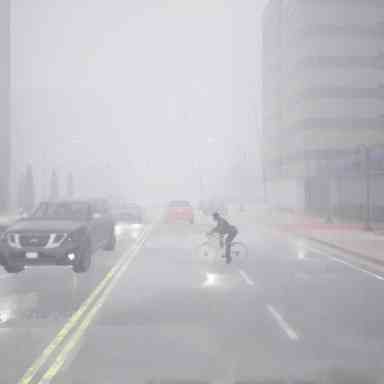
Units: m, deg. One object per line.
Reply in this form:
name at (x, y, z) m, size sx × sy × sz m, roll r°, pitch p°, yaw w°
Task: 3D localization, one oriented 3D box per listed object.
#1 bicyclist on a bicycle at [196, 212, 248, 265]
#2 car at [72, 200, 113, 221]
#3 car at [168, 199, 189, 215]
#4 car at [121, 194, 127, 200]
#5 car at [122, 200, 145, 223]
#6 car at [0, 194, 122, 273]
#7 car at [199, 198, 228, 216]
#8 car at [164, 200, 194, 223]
bicyclist on a bicycle at (0.921, 1.453, 10.351) m, size 1.656 × 1.620 × 0.582 m, roll -1°, pitch 0°, yaw -3°
car at (-8.216, 1.491, 27.954) m, size 2.128 × 1.511 × 4.902 m, roll 0°, pitch 0°, yaw -3°
car at (-1.438, 1.547, 35.158) m, size 2.033 × 1.411 × 5.357 m, roll 0°, pitch 0°, yaw -2°
car at (-8.678, 1.221, 37.837) m, size 2.150 × 2.045 × 5.566 m, roll 0°, pitch 0°, yaw -2°
car at (-4.669, 1.564, 25.112) m, size 1.994 × 1.385 × 4.181 m, roll 0°, pitch 0°, yaw -2°
car at (-4.045, 1.222, 11.061) m, size 2.150 × 2.045 × 5.566 m, roll 0°, pitch 0°, yaw -1°
car at (2.184, 1.352, 32.601) m, size 2.097 × 1.767 × 4.553 m, roll 0°, pitch 0°, yaw -3°
car at (-0.986, 1.352, 25.264) m, size 2.097 × 1.767 × 4.553 m, roll 0°, pitch 0°, yaw -3°
